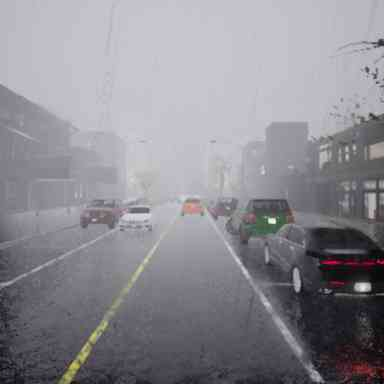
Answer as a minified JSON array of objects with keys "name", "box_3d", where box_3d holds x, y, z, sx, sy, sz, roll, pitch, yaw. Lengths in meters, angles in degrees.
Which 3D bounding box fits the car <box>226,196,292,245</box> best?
[{"name":"car","box_3d":[3.103,1.216,15.578,2.150,2.045,5.566,0,0,0]}]

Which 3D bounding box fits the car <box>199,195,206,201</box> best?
[{"name":"car","box_3d":[2.800,1.540,88.679,1.887,1.381,4.507,0,0,0]}]

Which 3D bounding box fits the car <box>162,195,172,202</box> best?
[{"name":"car","box_3d":[-5.836,1.432,78.574,1.967,1.590,4.097,0,0,0]}]

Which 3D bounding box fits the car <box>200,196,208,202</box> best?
[{"name":"car","box_3d":[2.803,1.574,79.677,1.802,1.307,4.206,0,0,0]}]

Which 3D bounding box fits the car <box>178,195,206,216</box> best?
[{"name":"car","box_3d":[0.053,1.342,32.451,2.097,1.767,4.553,0,0,0]}]

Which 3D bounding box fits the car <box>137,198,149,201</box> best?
[{"name":"car","box_3d":[-5.693,1.572,32.912,1.802,1.307,4.206,1,0,0]}]

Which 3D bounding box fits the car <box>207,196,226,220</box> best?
[{"name":"car","box_3d":[2.692,1.306,27.380,2.192,1.841,5.009,1,0,0]}]

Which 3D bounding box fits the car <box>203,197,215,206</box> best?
[{"name":"car","box_3d":[2.741,1.513,54.910,1.752,1.417,4.829,0,0,0]}]

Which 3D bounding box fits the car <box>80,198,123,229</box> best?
[{"name":"car","box_3d":[-5.687,1.307,21.846,2.192,1.841,5.009,1,0,0]}]

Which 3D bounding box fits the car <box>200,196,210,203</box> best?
[{"name":"car","box_3d":[2.805,1.556,70.675,1.947,1.339,4.313,0,0,0]}]

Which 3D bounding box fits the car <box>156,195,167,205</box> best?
[{"name":"car","box_3d":[-5.769,1.513,56.519,1.752,1.417,4.829,1,0,0]}]

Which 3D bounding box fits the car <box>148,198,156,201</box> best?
[{"name":"car","box_3d":[-5.693,1.429,38.445,1.967,1.590,4.097,1,0,0]}]

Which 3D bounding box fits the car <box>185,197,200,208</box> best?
[{"name":"car","box_3d":[0.056,1.480,48.246,2.128,1.511,4.902,0,0,0]}]

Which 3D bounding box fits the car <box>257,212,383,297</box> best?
[{"name":"car","box_3d":[3.143,1.500,8.547,1.837,1.490,4.892,0,0,0]}]

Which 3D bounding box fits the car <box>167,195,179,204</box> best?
[{"name":"car","box_3d":[-3.019,1.510,64.130,2.128,1.511,4.902,0,0,0]}]

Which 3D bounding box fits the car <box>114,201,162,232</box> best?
[{"name":"car","box_3d":[-3.104,1.518,20.100,1.812,1.442,4.674,0,0,0]}]

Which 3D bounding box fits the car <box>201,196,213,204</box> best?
[{"name":"car","box_3d":[2.779,1.539,63.130,2.008,1.369,4.403,0,0,0]}]
